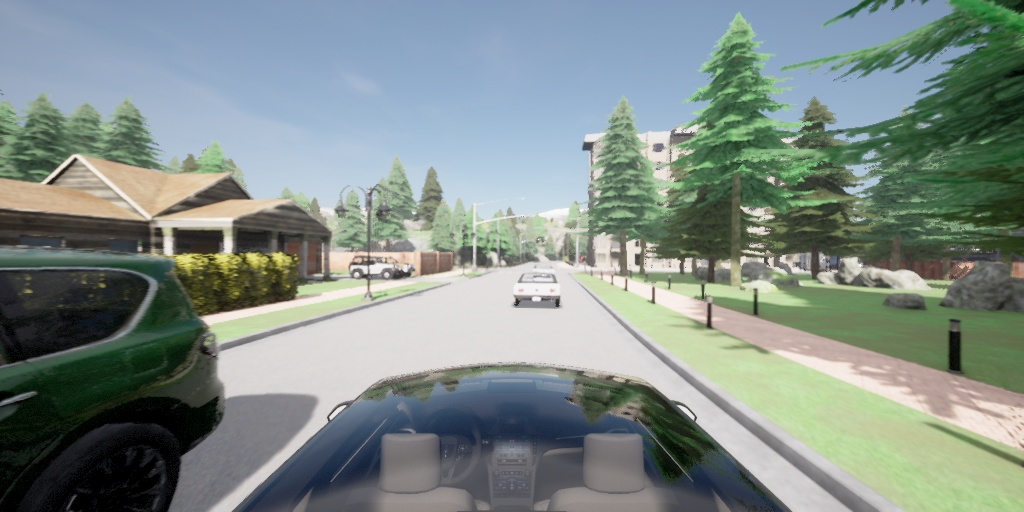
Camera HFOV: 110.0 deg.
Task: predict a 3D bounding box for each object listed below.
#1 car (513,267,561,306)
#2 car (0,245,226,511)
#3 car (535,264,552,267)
[{"bbox_3d":[1.157,1.357,15.905,1.895,1.301,4.718,0,0,6],"label":"car"},{"bbox_3d":[-3.511,0.954,0.705,2.150,2.045,5.566,0,0,0],"label":"car"},{"bbox_3d":[2.790,1.366,31.825,1.895,1.301,4.718,0,0,6],"label":"car"}]
